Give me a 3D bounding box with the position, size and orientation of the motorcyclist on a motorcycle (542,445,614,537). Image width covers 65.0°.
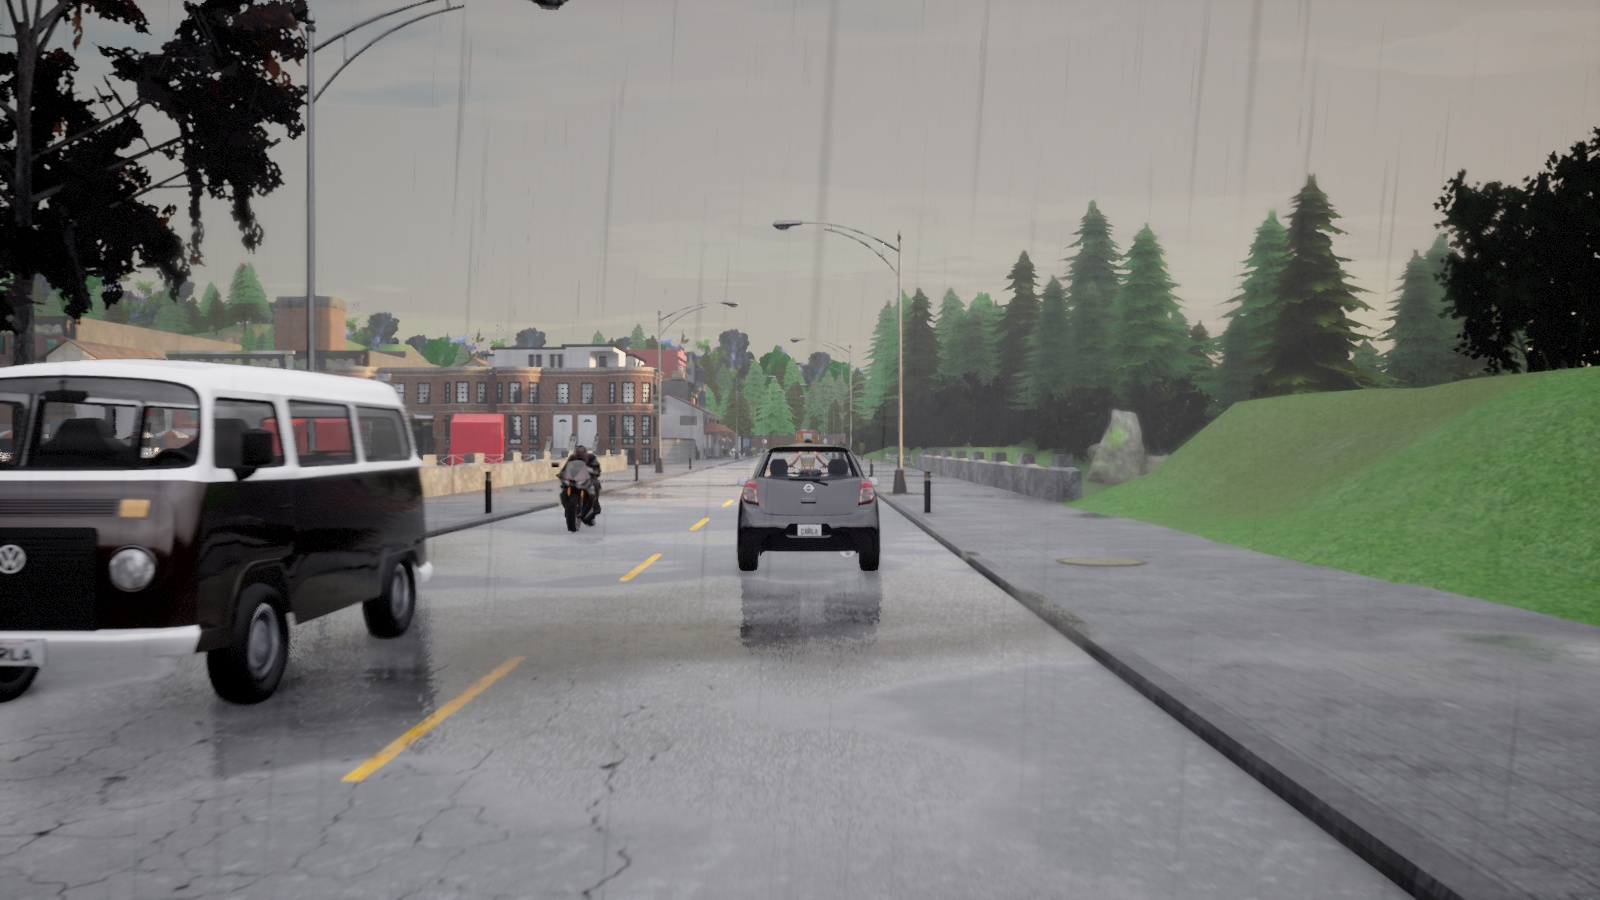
[{"bbox_3d":[-3.860,0.686,22.025,0.866,1.530,2.191,0,0,0],"label":"motorcyclist on a motorcycle"}]

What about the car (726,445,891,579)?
[{"bbox_3d":[0.105,0.695,15.945,1.845,1.501,3.633,0,0,0],"label":"car"}]

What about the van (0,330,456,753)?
[{"bbox_3d":[-3.938,0.432,8.305,2.069,2.038,4.480,0,0,0],"label":"van"}]
